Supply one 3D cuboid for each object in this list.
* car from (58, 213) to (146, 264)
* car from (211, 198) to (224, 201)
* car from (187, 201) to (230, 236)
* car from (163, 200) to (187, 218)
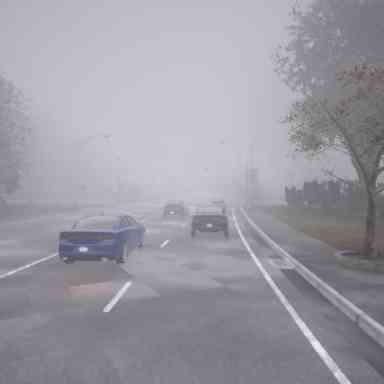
[{"bbox_3d":[-2.938,1.465,11.853,1.882,1.535,5.008,0,0,3],"label":"car"},{"bbox_3d":[2.759,1.405,35.862,2.128,1.511,4.902,0,0,6],"label":"car"},{"bbox_3d":[1.031,1.466,18.276,1.882,1.535,5.008,0,0,5],"label":"car"},{"bbox_3d":[-1.399,1.443,29.835,1.837,1.490,4.892,0,0,6],"label":"car"}]
